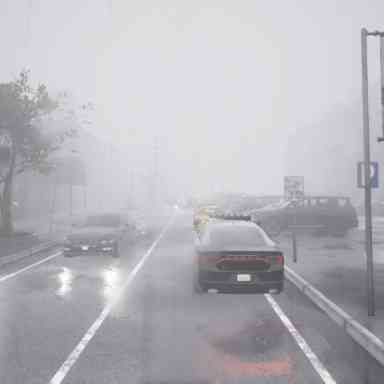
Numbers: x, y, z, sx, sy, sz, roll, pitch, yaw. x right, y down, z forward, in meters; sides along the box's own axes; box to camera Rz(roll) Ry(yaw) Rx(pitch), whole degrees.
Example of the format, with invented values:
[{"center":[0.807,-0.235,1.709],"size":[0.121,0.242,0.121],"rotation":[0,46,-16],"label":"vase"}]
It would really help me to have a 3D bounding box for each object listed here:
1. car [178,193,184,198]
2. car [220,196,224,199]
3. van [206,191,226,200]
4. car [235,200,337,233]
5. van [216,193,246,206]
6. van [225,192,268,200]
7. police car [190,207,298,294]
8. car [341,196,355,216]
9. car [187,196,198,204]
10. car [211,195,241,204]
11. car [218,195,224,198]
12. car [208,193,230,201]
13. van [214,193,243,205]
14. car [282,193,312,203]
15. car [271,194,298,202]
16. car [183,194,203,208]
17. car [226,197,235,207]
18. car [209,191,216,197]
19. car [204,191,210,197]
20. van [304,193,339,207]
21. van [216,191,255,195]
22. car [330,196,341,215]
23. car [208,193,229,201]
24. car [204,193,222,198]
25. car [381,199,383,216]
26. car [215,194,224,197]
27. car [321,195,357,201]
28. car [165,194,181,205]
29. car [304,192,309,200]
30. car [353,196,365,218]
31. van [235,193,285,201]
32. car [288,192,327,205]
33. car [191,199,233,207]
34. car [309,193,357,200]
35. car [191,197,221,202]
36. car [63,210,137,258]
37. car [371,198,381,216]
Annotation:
[{"center":[-3.079,1.012,90.193],"size":[2.128,1.511,4.902],"rotation":[0,0,0],"label":"car"},{"center":[5.809,1.470,37.131],"size":[4.792,1.488,2.163],"rotation":[0,0,0],"label":"car"},{"center":[5.685,0.864,79.184],"size":[4.442,1.987,1.878],"rotation":[0,1,0],"label":"van"},{"center":[5.585,1.466,20.309],"size":[5.366,1.575,1.946],"rotation":[0,0,0],"label":"car"},{"center":[5.903,1.114,51.152],"size":[4.442,1.987,1.878],"rotation":[0,1,0],"label":"van"},{"center":[5.660,1.230,31.525],"size":[4.442,1.987,1.878],"rotation":[0,0,0],"label":"van"},{"center":[0.992,1.422,8.914],"size":[1.930,1.638,5.238],"rotation":[0,0,0],"label":"police car"},{"center":[19.042,1.444,35.025],"size":[5.366,1.575,1.946],"rotation":[0,0,0],"label":"car"},{"center":[0.111,1.354,58.663],"size":[1.994,1.385,4.181],"rotation":[0,0,0],"label":"car"},{"center":[5.783,1.290,56.761],"size":[4.892,1.521,2.231],"rotation":[0,1,0],"label":"car"},{"center":[5.778,1.466,39.939],"size":[4.674,1.452,2.002],"rotation":[0,0,0],"label":"car"},{"center":[5.766,1.039,70.775],"size":[4.553,1.767,2.185],"rotation":[0,1,0],"label":"car"},{"center":[5.905,1.089,53.955],"size":[4.442,1.987,1.878],"rotation":[0,1,0],"label":"van"},{"center":[18.902,1.136,60.010],"size":[4.553,1.767,2.185],"rotation":[0,1,0],"label":"car"},{"center":[18.881,1.188,68.338],"size":[4.892,1.521,2.231],"rotation":[0,1,0],"label":"car"},{"center":[0.099,1.429,45.245],"size":[2.033,1.411,5.357],"rotation":[0,0,0],"label":"car"},{"center":[5.769,1.460,28.719],"size":[5.008,1.535,2.097],"rotation":[0,0,0],"label":"car"},{"center":[5.757,1.113,48.348],"size":[5.566,2.045,2.435],"rotation":[0,1,0],"label":"car"},{"center":[5.766,0.963,65.168],"size":[5.566,2.045,2.435],"rotation":[0,1,0],"label":"car"},{"center":[18.982,1.134,48.906],"size":[4.442,1.987,1.878],"rotation":[0,1,0],"label":"van"},{"center":[5.900,1.163,45.547],"size":[4.442,1.987,1.878],"rotation":[0,0,0],"label":"van"},{"center":[18.830,1.469,37.797],"size":[4.792,1.488,2.163],"rotation":[0,0,0],"label":"car"},{"center":[5.767,1.014,73.578],"size":[4.553,1.767,2.185],"rotation":[0,1,0],"label":"car"},{"center":[5.838,0.994,93.202],"size":[4.792,1.488,2.163],"rotation":[0,1,0],"label":"car"},{"center":[18.825,1.212,26.695],"size":[5.566,2.045,2.435],"rotation":[0,0,0],"label":"car"},{"center":[5.789,1.409,42.741],"size":[4.892,1.521,2.231],"rotation":[0,0,0],"label":"car"},{"center":[18.889,1.452,40.580],"size":[4.792,1.488,2.163],"rotation":[0,0,0],"label":"car"},{"center":[-3.240,1.426,53.875],"size":[1.895,1.301,4.718],"rotation":[0,0,0],"label":"car"},{"center":[18.892,1.134,46.130],"size":[5.566,2.045,2.435],"rotation":[0,1,0],"label":"car"},{"center":[18.851,1.455,32.248],"size":[5.008,1.535,2.097],"rotation":[0,0,0],"label":"car"},{"center":[5.890,1.238,25.915],"size":[4.442,1.987,1.878],"rotation":[0,0,0],"label":"van"},{"center":[18.897,1.059,54.456],"size":[5.566,2.045,2.435],"rotation":[0,1,0],"label":"car"},{"center":[1.011,1.438,19.008],"size":[1.801,1.575,5.366],"rotation":[0,0,0],"label":"car"},{"center":[18.834,1.153,43.353],"size":[5.566,2.045,2.435],"rotation":[0,0,0],"label":"car"},{"center":[1.023,1.424,25.015],"size":[1.801,1.575,5.366],"rotation":[0,0,0],"label":"car"},{"center":[-3.326,1.497,12.782],"size":[1.837,1.490,4.892],"rotation":[0,0,0],"label":"car"},{"center":[18.849,1.462,29.470],"size":[4.892,1.521,2.231],"rotation":[0,0,0],"label":"car"}]
